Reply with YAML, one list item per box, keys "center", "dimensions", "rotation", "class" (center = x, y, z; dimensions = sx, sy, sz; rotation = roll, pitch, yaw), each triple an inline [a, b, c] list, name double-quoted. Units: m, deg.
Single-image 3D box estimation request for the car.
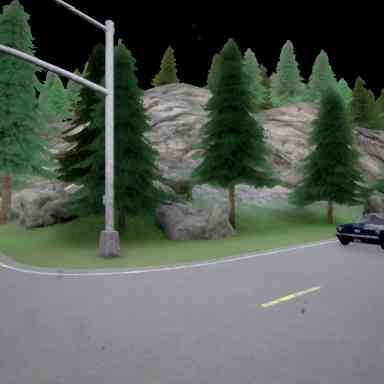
- center: [8.215, 1.611, 14.506]
  dimensions: [4.718, 1.301, 1.895]
  rotation: [0, 0, -39]
  class: "car"
